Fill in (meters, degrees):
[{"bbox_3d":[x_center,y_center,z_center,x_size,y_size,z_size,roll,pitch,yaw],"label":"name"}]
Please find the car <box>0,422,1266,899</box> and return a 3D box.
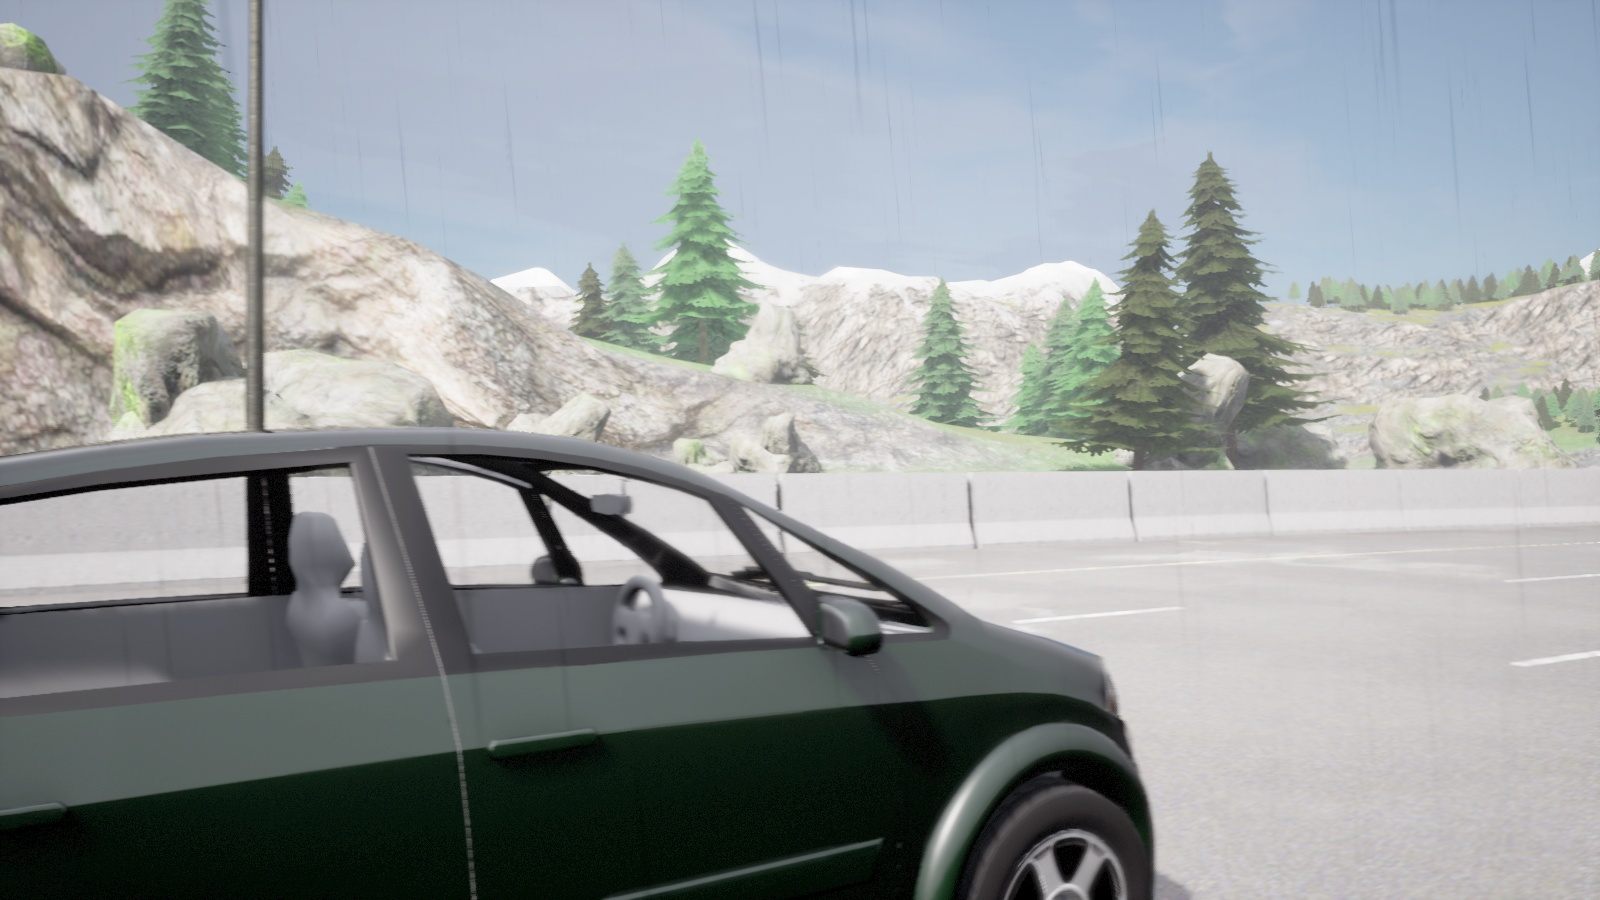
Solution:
[{"bbox_3d":[-0.766,0.734,3.132,3.705,1.549,1.789,0,0,-34],"label":"car"}]
